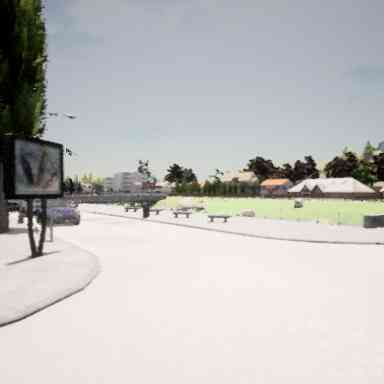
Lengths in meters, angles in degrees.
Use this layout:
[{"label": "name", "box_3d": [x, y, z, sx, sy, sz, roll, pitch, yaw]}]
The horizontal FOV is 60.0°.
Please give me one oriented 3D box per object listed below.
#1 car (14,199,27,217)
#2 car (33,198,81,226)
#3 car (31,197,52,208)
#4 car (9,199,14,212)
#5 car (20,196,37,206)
[{"label": "car", "box_3d": [-14.951, 1.543, 31.199, 2.033, 1.411, 5.357, 0, 0, -36]}, {"label": "car", "box_3d": [-9.421, 1.347, 23.448, 2.097, 1.767, 4.553, 0, 0, -36]}, {"label": "car", "box_3d": [-21.775, 1.517, 47.977, 1.812, 1.442, 4.674, 0, 0, -35]}, {"label": "car", "box_3d": [-20.723, 1.473, 39.330, 1.882, 1.535, 5.008, 0, 0, -36]}, {"label": "car", "box_3d": [-27.707, 1.469, 56.285, 1.882, 1.535, 5.008, 0, 0, -36]}]
